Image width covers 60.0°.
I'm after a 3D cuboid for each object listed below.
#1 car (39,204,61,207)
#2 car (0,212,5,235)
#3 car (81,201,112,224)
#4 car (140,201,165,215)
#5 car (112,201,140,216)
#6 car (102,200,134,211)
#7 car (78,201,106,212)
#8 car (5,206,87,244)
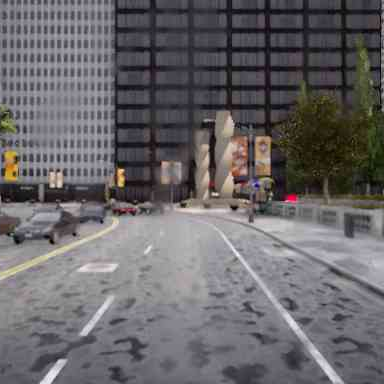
[{"bbox_3d":[-11.457,1.725,26.762,1.837,1.490,4.892,0,0,-10],"label":"car"},{"bbox_3d":[-10.589,1.685,16.743,2.033,1.411,5.357,0,0,0],"label":"car"},{"bbox_3d":[-8.012,1.772,27.425,2.033,1.411,5.357,0,0,-10],"label":"car"},{"bbox_3d":[-4.807,1.824,38.981,1.837,1.490,4.892,0,-1,-29],"label":"car"},{"bbox_3d":[-7.604,1.902,36.779,1.895,1.301,4.718,0,-1,-25],"label":"car"},{"bbox_3d":[-10.724,1.940,47.893,2.033,1.411,5.357,0,-1,-44],"label":"car"},{"bbox_3d":[-13.860,1.942,46.115,1.994,1.385,4.181,0,-1,-44],"label":"car"},{"bbox_3d":[-7.100,1.664,16.809,1.812,1.442,4.674,0,0,0],"label":"car"}]
